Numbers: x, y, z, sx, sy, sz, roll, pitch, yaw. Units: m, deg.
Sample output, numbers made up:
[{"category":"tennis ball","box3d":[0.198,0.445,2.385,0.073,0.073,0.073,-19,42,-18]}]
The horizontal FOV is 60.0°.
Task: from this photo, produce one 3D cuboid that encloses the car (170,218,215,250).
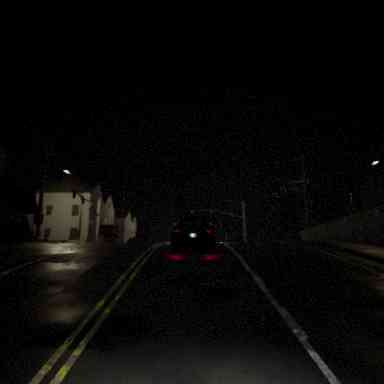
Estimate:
[{"category":"car","box3d":[0.054,1.923,15.851,1.994,1.385,4.181,0,-4,0]}]
